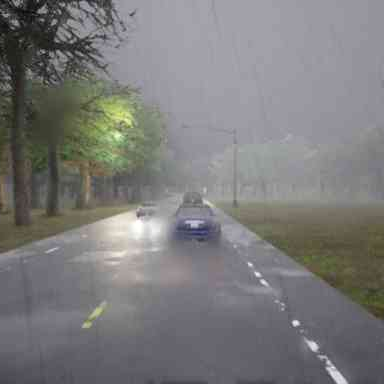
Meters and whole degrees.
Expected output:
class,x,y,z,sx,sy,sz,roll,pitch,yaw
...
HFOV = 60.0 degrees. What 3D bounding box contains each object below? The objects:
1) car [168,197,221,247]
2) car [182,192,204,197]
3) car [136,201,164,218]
class,x,y,z,sx,sy,sz,roll,pitch,yaw
car,0.100,1.271,14.745,2.097,1.767,4.553,0,0,0
car,0.102,1.032,36.854,2.150,2.045,5.566,0,0,0
car,-3.498,1.453,28.057,1.895,1.301,4.718,0,0,0
